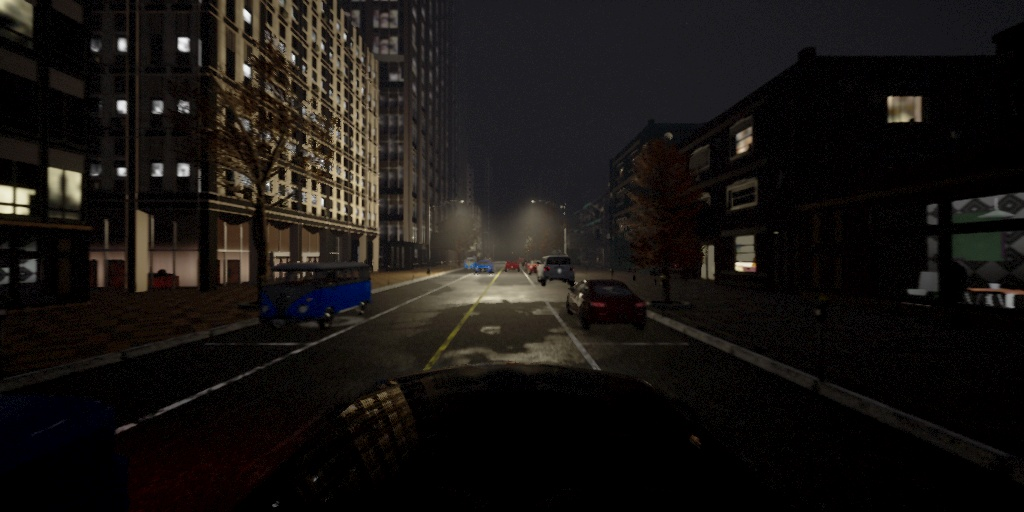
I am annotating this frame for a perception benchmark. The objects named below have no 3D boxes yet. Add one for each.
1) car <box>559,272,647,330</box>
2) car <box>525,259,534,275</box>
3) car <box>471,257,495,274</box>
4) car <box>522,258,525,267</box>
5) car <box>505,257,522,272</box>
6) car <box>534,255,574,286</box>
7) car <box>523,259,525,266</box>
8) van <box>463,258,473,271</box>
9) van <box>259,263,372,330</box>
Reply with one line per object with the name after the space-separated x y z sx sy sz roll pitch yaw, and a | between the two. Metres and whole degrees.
2.688 1.334 10.841 1.802 1.307 4.207 0 0 0 | car
2.683 1.205 38.526 1.967 1.591 4.097 0 0 0 | car
-3.099 1.245 40.666 1.882 1.535 5.008 0 0 0 | car
2.680 1.319 49.600 1.888 1.381 4.507 0 0 0 | car
0.059 1.250 47.831 1.882 1.535 5.008 0 0 0 | car
2.995 0.983 25.342 2.150 2.045 5.566 0 0 0 | car
2.681 1.351 44.063 1.802 1.307 4.207 0 0 0 | car
-5.701 1.115 49.599 1.690 1.789 3.998 0 0 0 | van
-5.693 1.093 10.841 1.690 1.789 3.998 0 0 0 | van
